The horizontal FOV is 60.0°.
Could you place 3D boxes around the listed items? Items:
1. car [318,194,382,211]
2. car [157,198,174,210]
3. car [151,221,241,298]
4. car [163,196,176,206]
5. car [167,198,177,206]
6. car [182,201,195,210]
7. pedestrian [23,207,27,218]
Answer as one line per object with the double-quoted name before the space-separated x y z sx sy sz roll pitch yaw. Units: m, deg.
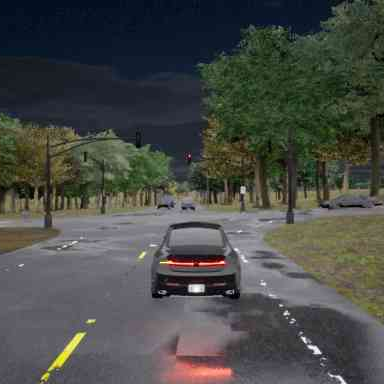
"car" 14.636 0.923 30.958 5.357 1.411 2.033 -2 -1 2
"car" -4.204 2.007 50.223 1.895 1.301 4.718 0 -1 -1
"car" 0.083 1.508 8.477 1.837 1.490 4.892 0 0 0
"car" -4.410 1.802 60.090 2.150 2.045 5.566 0 -1 -2
"car" -4.815 2.393 80.647 2.097 1.767 4.553 0 -2 -1
"car" -0.544 1.970 48.164 1.895 1.301 4.718 0 -1 -1
"pedestrian" -18.115 2.203 36.069 0.375 1.300 0.375 0 1 2
